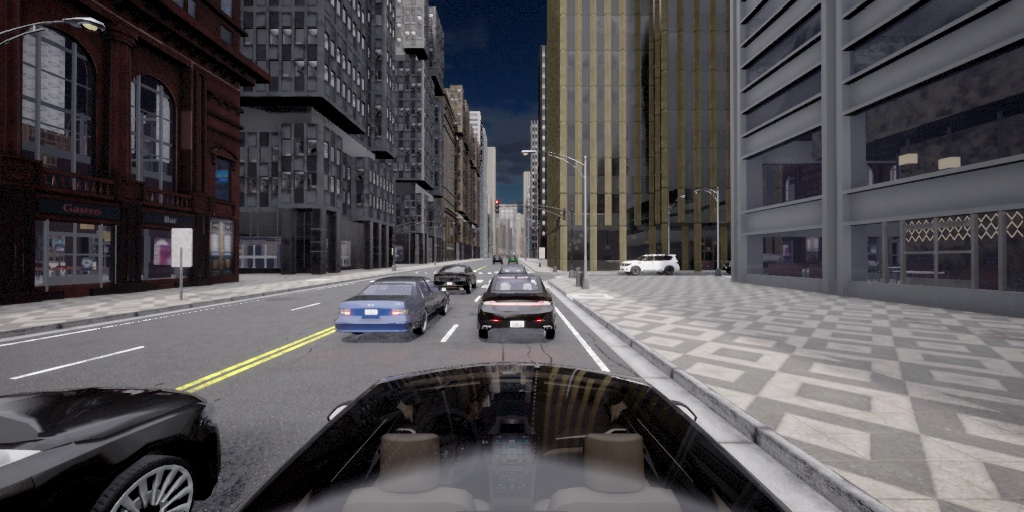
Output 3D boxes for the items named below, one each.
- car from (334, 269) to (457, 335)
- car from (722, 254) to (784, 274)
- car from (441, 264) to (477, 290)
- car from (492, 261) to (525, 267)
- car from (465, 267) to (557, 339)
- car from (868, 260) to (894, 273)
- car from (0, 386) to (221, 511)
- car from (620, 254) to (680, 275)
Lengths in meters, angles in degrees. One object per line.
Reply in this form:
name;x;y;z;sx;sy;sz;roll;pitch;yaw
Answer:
car;-3.129;1.293;10.494;2.033;1.411;5.357;0;0;0
car;24.164;0.814;35.829;5.566;2.045;2.150;0;0;0
car;-3.101;1.210;20.263;1.882;1.535;5.008;0;0;0
car;0.045;1.225;19.504;2.128;1.511;4.902;0;0;0
car;0.120;1.238;10.074;2.128;1.511;4.902;0;0;0
car;34.781;1.098;35.815;5.357;1.411;2.033;0;0;0
car;-3.149;1.241;0.751;2.128;1.511;4.902;0;0;0
car;13.737;0.859;35.829;5.566;2.045;2.150;0;0;0
